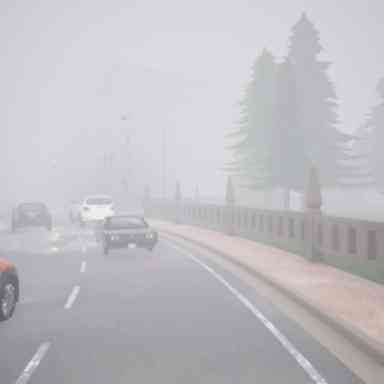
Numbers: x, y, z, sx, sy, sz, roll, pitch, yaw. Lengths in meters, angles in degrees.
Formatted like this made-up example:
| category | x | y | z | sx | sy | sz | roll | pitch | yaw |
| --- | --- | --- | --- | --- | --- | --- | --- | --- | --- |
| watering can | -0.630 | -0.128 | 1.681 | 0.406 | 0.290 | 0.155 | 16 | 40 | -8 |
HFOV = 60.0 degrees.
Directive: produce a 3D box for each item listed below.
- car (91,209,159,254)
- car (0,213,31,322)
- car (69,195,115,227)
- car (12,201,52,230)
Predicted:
| category | x | y | z | sx | sy | sz | roll | pitch | yaw |
| --- | --- | --- | --- | --- | --- | --- | --- | --- | --- |
| car | -2.851 | 1.581 | 13.556 | 1.895 | 1.301 | 4.718 | 0 | 0 | -21 |
| car | -4.050 | 1.365 | 4.278 | 2.097 | 1.767 | 4.553 | 0 | 0 | -7 |
| car | -7.003 | 1.203 | 23.063 | 2.150 | 2.045 | 5.566 | 0 | 1 | -30 |
| car | -9.900 | 1.356 | 20.518 | 2.097 | 1.767 | 4.553 | 0 | 0 | -27 |
